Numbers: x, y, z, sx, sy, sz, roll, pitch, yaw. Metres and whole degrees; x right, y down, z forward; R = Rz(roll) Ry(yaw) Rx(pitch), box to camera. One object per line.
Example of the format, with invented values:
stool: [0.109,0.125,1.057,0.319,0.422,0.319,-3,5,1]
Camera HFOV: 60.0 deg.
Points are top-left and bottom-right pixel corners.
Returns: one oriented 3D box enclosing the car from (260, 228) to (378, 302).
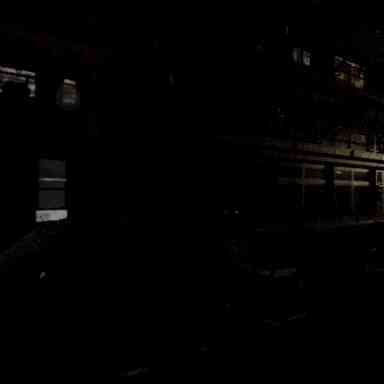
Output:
car: [2.994,1.580,8.225,4.206,1.307,1.802,0,0,-35]

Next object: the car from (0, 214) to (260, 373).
car: [-1.599,1.315,4.950,5.009,1.841,2.192,0,0,-35]
